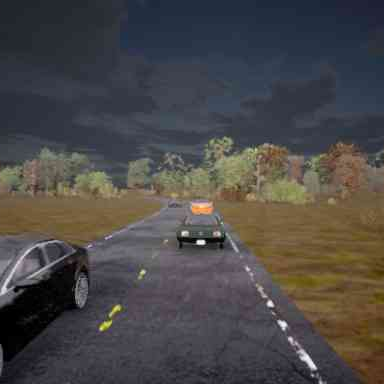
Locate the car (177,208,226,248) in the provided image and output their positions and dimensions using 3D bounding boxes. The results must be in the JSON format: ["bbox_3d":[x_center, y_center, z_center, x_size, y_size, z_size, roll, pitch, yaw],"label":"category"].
[{"bbox_3d":[0.406,1.606,14.782,1.895,1.301,4.718,0,0,2],"label":"car"}]

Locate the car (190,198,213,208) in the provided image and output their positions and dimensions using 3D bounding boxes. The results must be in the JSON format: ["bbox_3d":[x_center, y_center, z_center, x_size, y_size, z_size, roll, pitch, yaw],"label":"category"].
[{"bbox_3d":[0.920,1.366,32.363,2.097,1.767,4.553,0,0,1],"label":"car"}]

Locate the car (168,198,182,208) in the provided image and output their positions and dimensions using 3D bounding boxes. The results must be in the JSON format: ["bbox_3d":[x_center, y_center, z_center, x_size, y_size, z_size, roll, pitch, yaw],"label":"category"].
[{"bbox_3d":[-2.411,1.582,47.826,1.994,1.385,4.181,0,0,-2],"label":"car"}]

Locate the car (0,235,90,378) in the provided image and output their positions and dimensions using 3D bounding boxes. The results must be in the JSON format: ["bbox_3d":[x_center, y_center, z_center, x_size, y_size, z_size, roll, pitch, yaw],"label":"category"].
[{"bbox_3d":[-3.029,1.491,4.993,2.128,1.511,4.902,0,0,1],"label":"car"}]
